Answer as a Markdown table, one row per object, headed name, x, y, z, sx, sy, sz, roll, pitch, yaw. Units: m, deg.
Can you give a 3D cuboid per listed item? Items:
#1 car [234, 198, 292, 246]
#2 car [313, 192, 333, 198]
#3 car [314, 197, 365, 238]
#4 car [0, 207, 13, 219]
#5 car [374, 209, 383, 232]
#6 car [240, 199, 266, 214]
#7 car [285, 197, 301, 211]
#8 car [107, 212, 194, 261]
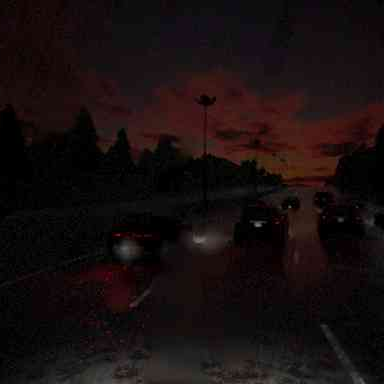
| name | x | y | z | sx | sy | sz | roll | pitch | yaw |
| --- | --- | --- | --- | --- | --- | --- | --- | --- | --- |
| car | 3.394 | 1.373 | 15.677 | 2.097 | 1.767 | 4.553 | 0 | 0 | 19 |
| car | 16.080 | 0.997 | 40.812 | 2.150 | 2.045 | 5.566 | 0 | 1 | 20 |
| car | 7.946 | 1.379 | 18.170 | 2.097 | 1.767 | 4.553 | 0 | 0 | 20 |
| car | -15.914 | 1.471 | 24.637 | 1.895 | 1.301 | 4.718 | 0 | 0 | 20 |
| car | 12.242 | 1.633 | 19.915 | 1.895 | 1.301 | 4.718 | 0 | 1 | 20 |
| car | 6.505 | 1.451 | 34.900 | 1.895 | 1.301 | 4.718 | 0 | 1 | 20 |
| car | 11.263 | 1.323 | 37.772 | 1.837 | 1.490 | 4.892 | 0 | 1 | 20 |
| car | -1.330 | 1.505 | 12.453 | 1.837 | 1.490 | 4.892 | 0 | 0 | 16 |
